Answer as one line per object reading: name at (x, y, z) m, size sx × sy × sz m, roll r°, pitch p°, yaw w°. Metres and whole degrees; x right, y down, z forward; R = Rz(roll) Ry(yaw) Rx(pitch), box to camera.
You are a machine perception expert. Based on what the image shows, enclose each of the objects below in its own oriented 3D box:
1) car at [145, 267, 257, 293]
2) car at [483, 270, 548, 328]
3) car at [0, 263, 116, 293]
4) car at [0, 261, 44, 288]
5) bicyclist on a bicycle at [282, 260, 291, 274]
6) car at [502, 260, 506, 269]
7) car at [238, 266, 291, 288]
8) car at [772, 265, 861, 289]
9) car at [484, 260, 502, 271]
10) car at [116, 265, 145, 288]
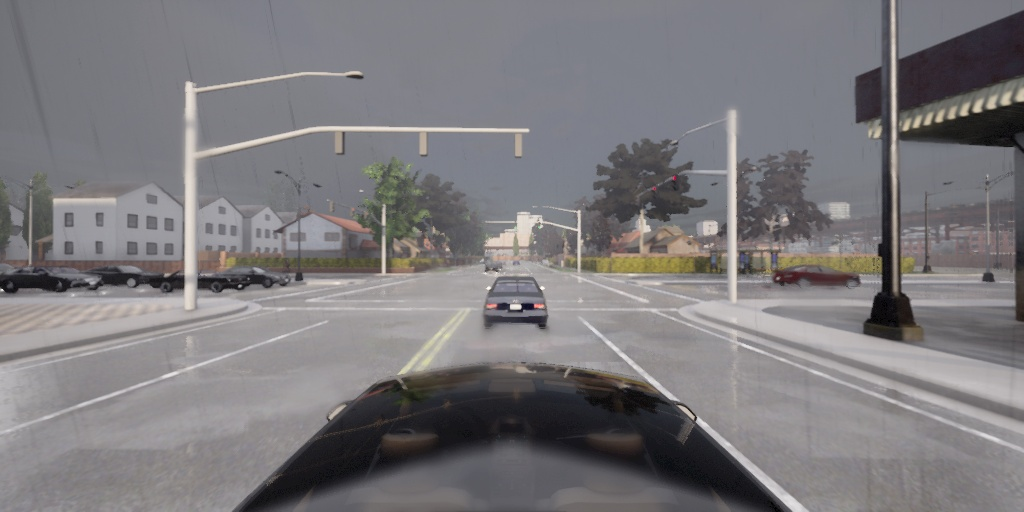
car at (-18.079, 1.454, 20.998) m, size 4.718 × 1.301 × 1.895 m, roll 0°, pitch 0°, yaw 1°
car at (0.121, 1.351, 11.640) m, size 2.033 × 1.411 × 5.357 m, roll 0°, pitch 0°, yaw 1°
car at (-27.111, 1.346, 21.161) m, size 4.902 × 1.511 × 2.128 m, roll 0°, pitch 0°, yaw 1°
car at (-36.039, 1.226, 24.811) m, size 4.553 × 1.767 × 2.097 m, roll 0°, pitch 0°, yaw 1°
bicyclist on a bicycle at (-26.497, 1.268, 42.136) m, size 0.582 × 1.620 × 1.656 m, roll 0°, pitch 0°, yaw 1°
car at (-2.651, 1.636, 64.431) m, size 2.033 × 1.411 × 5.357 m, roll 0°, pitch 0°, yaw 1°
car at (-17.692, 1.398, 24.525) m, size 4.674 × 1.442 × 1.812 m, roll 0°, pitch 0°, yaw 1°
car at (20.207, 1.348, 23.878) m, size 5.008 × 1.535 × 1.882 m, roll 0°, pitch 0°, yaw 1°
car at (-2.807, 1.519, 50.675) m, size 1.837 × 1.490 × 4.892 m, roll 0°, pitch 0°, yaw 0°
car at (-26.754, 1.351, 24.654) m, size 5.008 × 1.535 × 1.882 m, roll 0°, pitch 0°, yaw 1°
